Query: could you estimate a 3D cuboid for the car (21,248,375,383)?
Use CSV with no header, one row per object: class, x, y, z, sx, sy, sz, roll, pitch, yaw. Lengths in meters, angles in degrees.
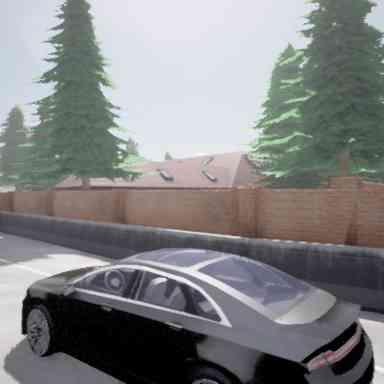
car,-0.390,1.522,4.387,4.902,1.511,2.128,0,0,37
